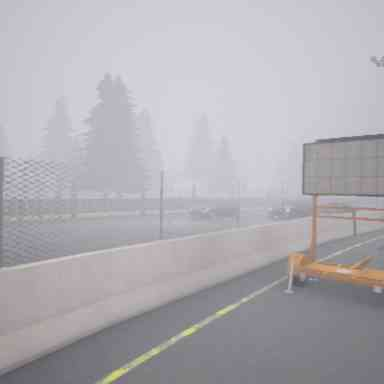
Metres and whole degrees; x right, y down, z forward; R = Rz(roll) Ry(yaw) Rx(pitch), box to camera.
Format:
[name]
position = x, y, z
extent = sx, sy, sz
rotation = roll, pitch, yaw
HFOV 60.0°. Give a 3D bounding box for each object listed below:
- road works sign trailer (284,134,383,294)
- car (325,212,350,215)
[road works sign trailer]
position = 3.865, 0.495, 7.860
extent = 2.380, 3.560, 2.880
rotation = 1, 0, 41
[car]
position = 11.280, 1.582, 25.832
extent = 4.902, 1.511, 2.128
rotation = 1, 0, -42
